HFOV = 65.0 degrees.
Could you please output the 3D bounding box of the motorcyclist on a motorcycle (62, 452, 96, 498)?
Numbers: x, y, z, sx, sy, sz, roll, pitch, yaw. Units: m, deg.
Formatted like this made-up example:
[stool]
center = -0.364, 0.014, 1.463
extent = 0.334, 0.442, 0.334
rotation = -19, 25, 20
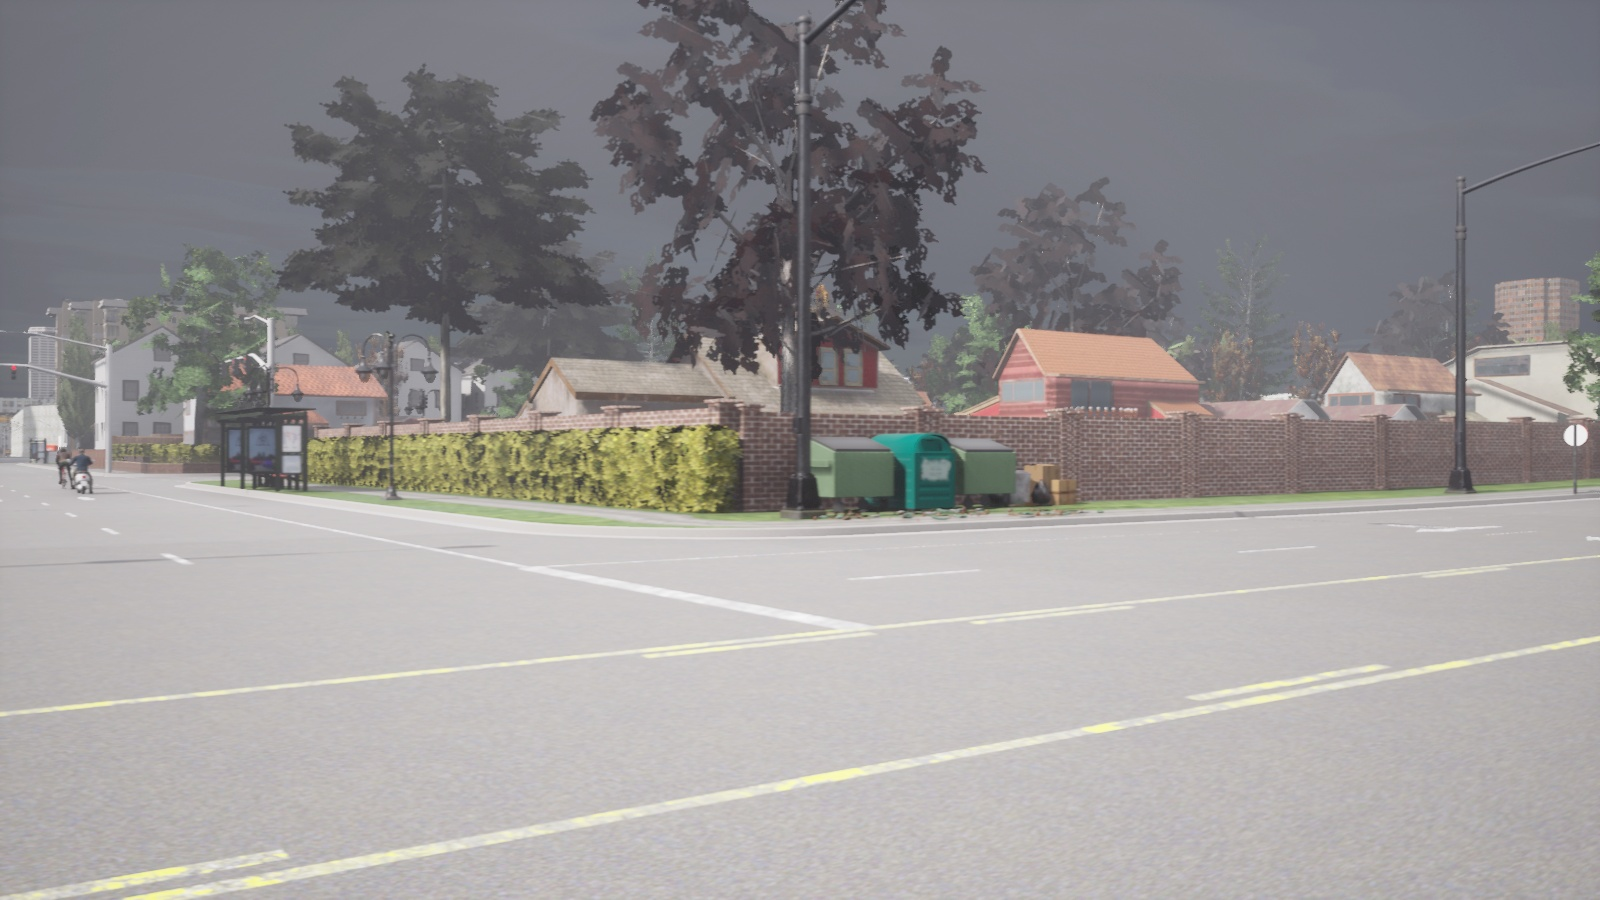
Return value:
[motorcyclist on a motorcycle]
center = -25.286, 0.860, 44.032
extent = 0.866, 1.590, 1.817
rotation = 0, 0, -35
